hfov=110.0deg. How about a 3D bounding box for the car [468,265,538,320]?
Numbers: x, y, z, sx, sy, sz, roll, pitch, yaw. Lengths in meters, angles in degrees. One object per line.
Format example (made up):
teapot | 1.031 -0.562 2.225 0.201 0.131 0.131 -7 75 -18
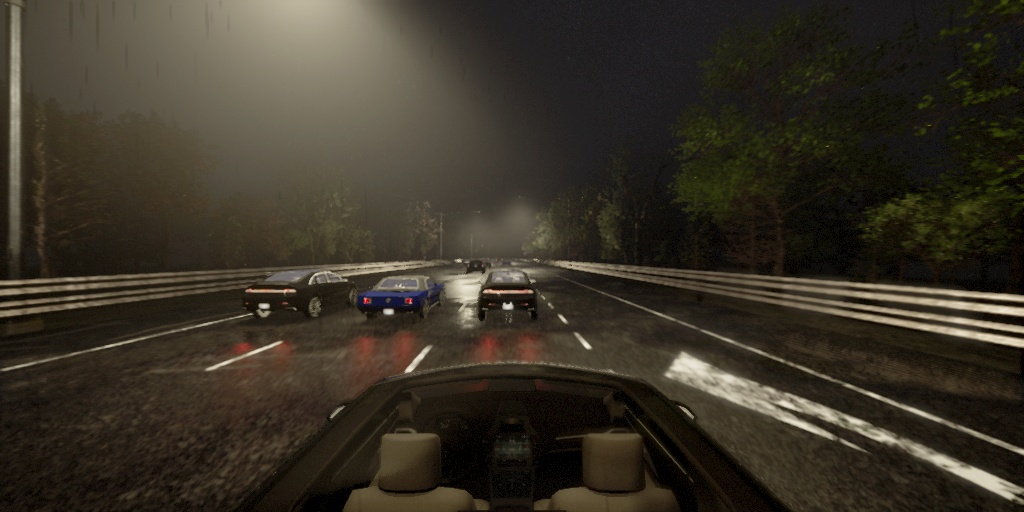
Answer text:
car | -0.146 1.250 12.701 2.128 1.511 4.902 0 0 -1

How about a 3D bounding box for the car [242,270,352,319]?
car | -7.142 1.229 12.714 2.128 1.511 4.902 0 0 -1

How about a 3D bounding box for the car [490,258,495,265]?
car | -4.394 1.353 60.410 2.128 1.511 4.902 0 0 -1

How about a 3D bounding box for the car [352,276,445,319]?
car | -3.642 1.348 12.726 1.895 1.301 4.718 0 0 -1

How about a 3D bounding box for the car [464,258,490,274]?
car | -4.109 1.162 42.329 2.097 1.767 4.553 0 0 -1
